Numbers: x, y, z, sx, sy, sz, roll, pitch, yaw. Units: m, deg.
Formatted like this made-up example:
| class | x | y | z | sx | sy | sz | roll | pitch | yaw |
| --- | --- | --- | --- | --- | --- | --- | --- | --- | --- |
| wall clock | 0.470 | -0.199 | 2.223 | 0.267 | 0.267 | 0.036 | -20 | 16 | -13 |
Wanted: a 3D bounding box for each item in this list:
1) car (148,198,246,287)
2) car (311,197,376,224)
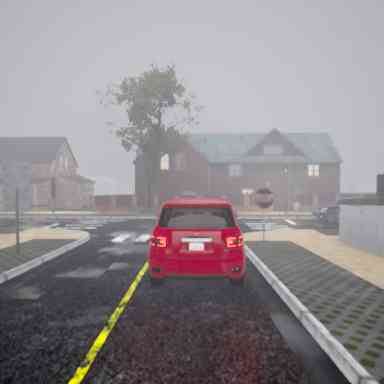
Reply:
| class | x | y | z | sx | sy | sz | roll | pitch | yaw |
| --- | --- | --- | --- | --- | --- | --- | --- | --- | --- |
| car | 0.143 | 1.158 | 9.301 | 2.150 | 2.045 | 5.566 | 0 | 0 | 1 |
| car | 10.550 | 1.158 | 22.660 | 4.553 | 1.767 | 2.097 | 0 | 2 | 0 |
